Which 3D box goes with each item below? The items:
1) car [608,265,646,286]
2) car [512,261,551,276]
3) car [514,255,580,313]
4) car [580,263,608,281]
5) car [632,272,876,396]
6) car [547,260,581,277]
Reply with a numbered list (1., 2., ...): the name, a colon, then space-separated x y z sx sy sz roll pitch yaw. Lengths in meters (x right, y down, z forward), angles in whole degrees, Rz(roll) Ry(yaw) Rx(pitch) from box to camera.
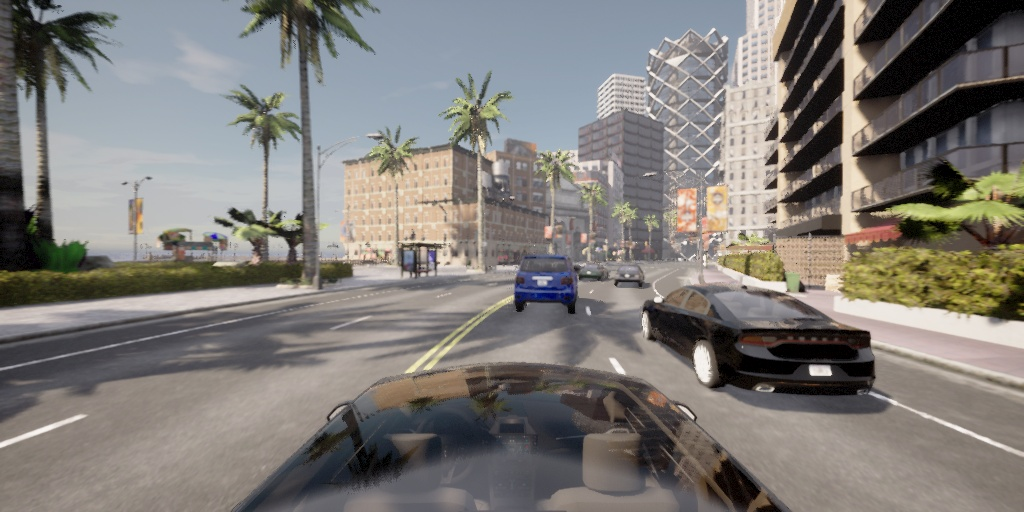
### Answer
1. car: 8.408 1.336 25.566 2.033 1.411 5.357 0 0 22
2. car: 2.120 1.267 37.508 2.033 1.411 5.357 1 0 27
3. car: 1.496 0.967 14.313 2.150 2.045 5.566 0 0 11
4. car: 7.117 1.334 31.062 1.994 1.385 4.181 0 0 25
5. car: 3.983 1.254 6.879 1.882 1.535 5.008 0 0 4
6. car: 5.282 1.226 35.966 1.882 1.535 5.008 0 0 27
